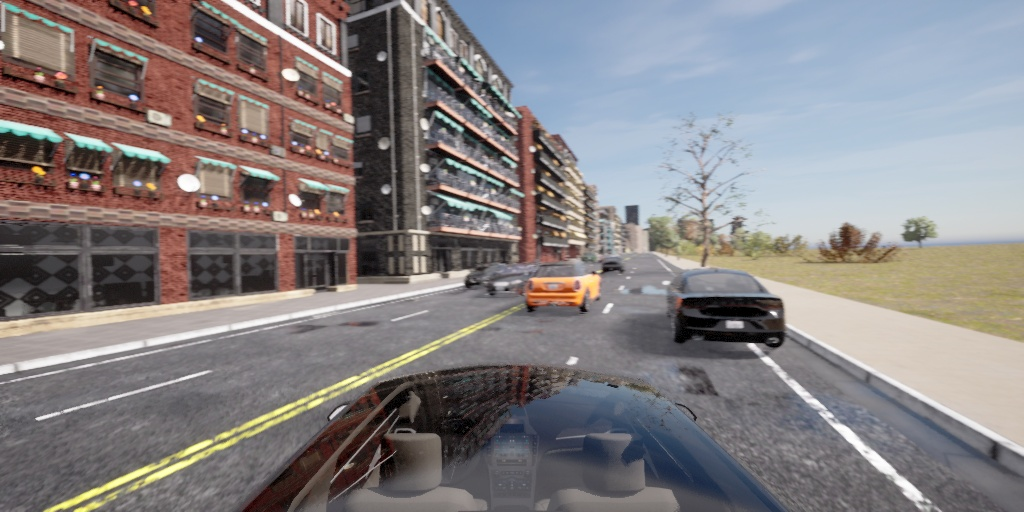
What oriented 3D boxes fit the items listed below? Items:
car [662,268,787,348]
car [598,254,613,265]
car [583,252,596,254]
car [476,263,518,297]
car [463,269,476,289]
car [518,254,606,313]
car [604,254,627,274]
[{"bbox_3d":[4.817,1.028,8.687,1.882,1.535,5.008,-2,0,21],"label":"car"},{"bbox_3d":[15.169,0.483,57.977,1.882,1.535,5.008,-2,0,21],"label":"car"},{"bbox_3d":[13.453,0.274,62.591,2.150,2.045,5.566,-2,0,21],"label":"car"},{"bbox_3d":[0.313,1.176,18.671,2.128,1.511,4.902,-2,0,21],"label":"car"},{"bbox_3d":[-1.414,1.238,23.305,1.837,1.490,4.892,-2,0,21],"label":"car"},{"bbox_3d":[2.090,0.985,13.620,2.097,1.767,4.553,-2,0,21],"label":"car"},{"bbox_3d":[9.243,0.815,32.606,1.837,1.490,4.892,-2,1,21],"label":"car"}]
